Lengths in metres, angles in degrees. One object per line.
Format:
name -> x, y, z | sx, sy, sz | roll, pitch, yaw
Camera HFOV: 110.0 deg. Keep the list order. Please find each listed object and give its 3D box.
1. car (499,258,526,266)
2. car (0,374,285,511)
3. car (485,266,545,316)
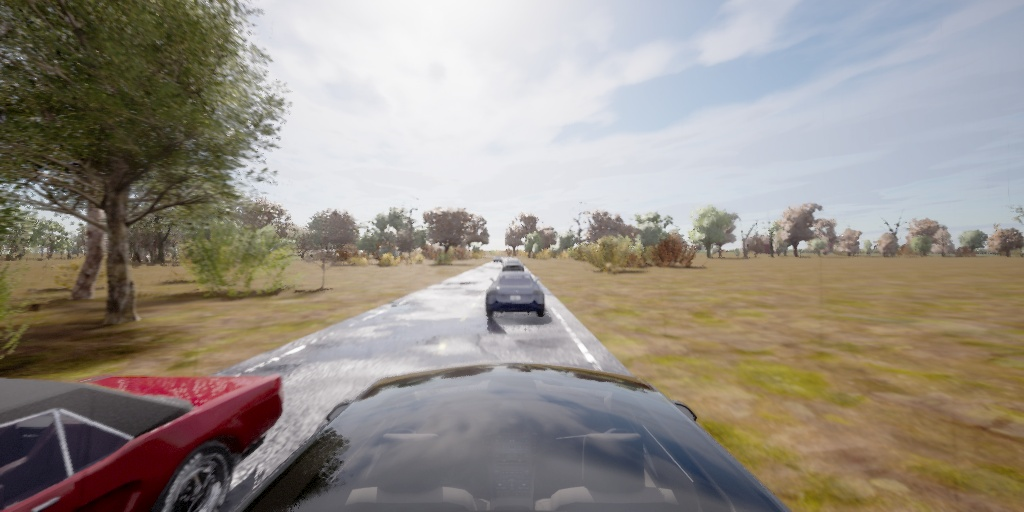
car -> 0.104, 1.056, 30.706 | 1.837, 1.490, 4.892 | 0, 0, 0
car -> -3.100, 1.354, 1.179 | 1.895, 1.301, 4.718 | 0, 0, 0
car -> 0.101, 1.239, 13.019 | 1.994, 1.385, 4.181 | 0, 0, 0
